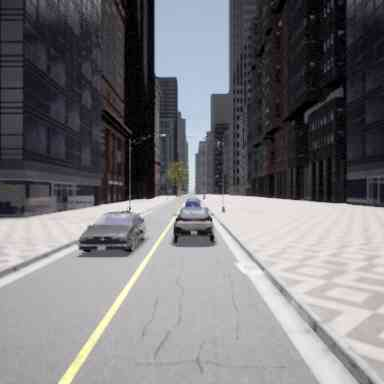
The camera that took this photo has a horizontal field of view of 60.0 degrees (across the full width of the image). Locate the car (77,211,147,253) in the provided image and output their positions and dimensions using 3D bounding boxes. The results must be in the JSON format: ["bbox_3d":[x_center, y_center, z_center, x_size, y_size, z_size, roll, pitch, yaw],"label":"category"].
[{"bbox_3d":[-3.048,1.531,13.941,2.033,1.411,5.357,0,0,0],"label":"car"}]

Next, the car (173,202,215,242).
[{"bbox_3d":[0.092,1.474,16.216,2.128,1.511,4.902,0,0,0],"label":"car"}]

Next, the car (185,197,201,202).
[{"bbox_3d":[0.109,1.417,42.854,1.882,1.535,5.008,0,0,0],"label":"car"}]
